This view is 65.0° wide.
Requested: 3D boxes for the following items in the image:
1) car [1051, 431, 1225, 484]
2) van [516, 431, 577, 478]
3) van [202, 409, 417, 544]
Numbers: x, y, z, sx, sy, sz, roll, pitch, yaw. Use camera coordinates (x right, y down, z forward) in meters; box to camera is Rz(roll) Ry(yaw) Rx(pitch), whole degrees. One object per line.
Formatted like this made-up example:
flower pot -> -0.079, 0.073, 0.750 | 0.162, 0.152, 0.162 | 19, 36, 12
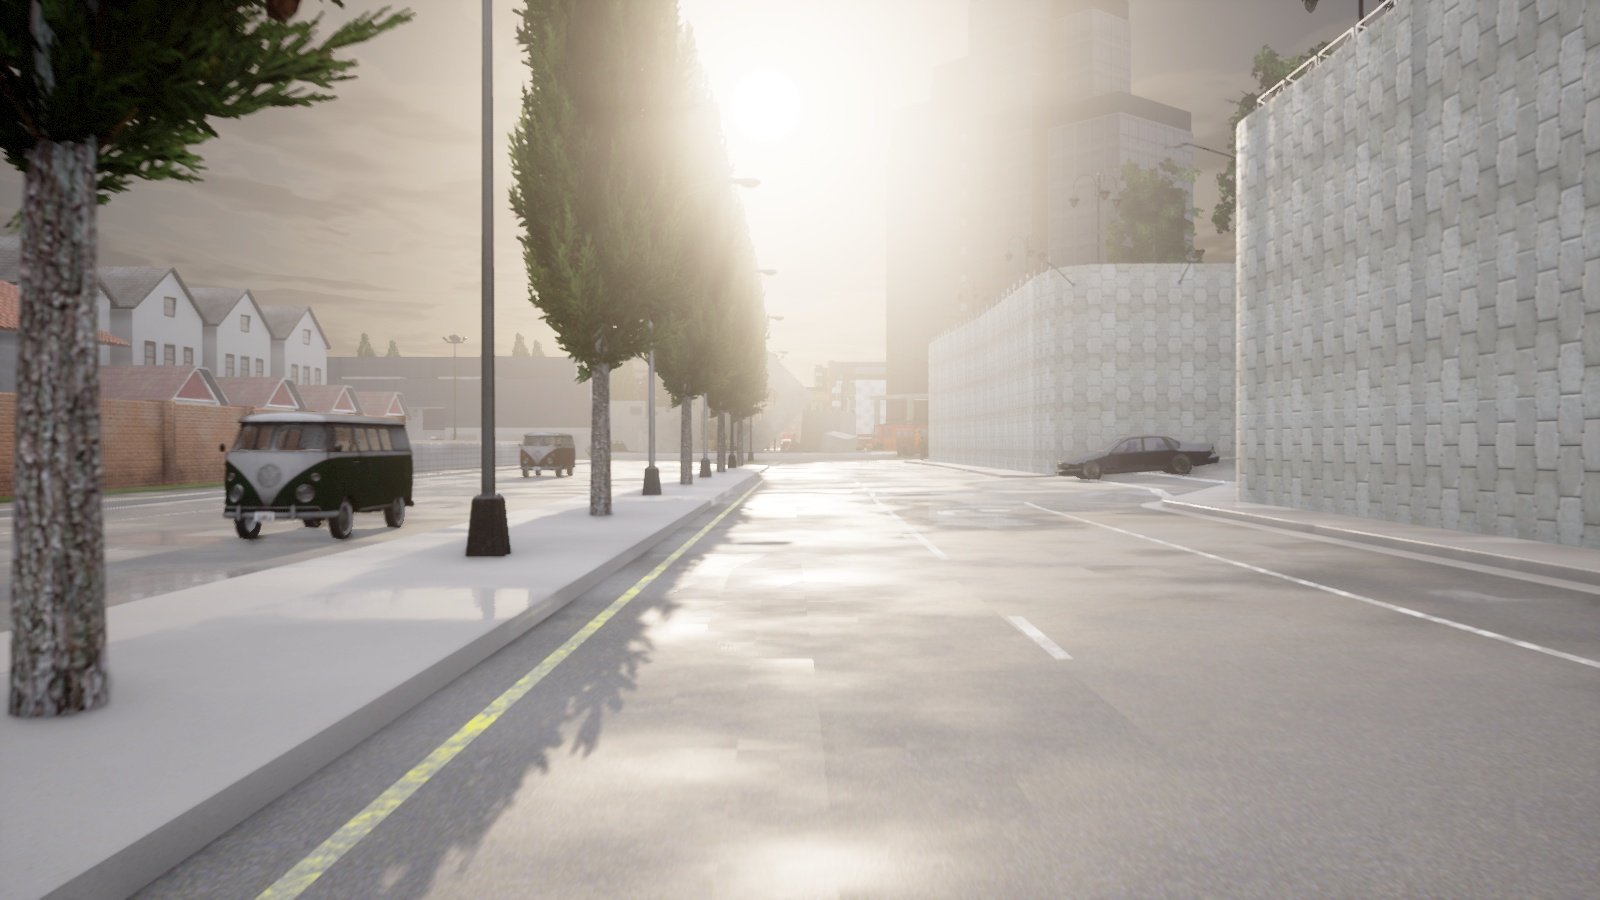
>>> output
car -> 11.447, 0.257, 42.873 | 5.357, 1.411, 2.033 | -4, 0, 3
van -> -11.169, 0.177, 55.503 | 1.775, 1.987, 4.442 | 0, 0, 0
van -> -7.867, 0.377, 20.642 | 1.775, 1.987, 4.442 | 0, 0, 0
